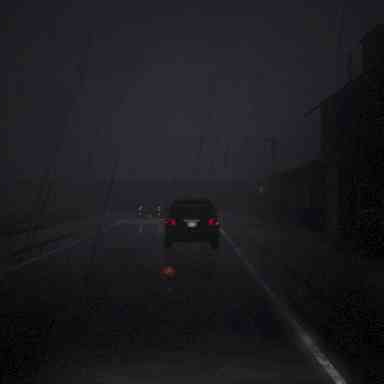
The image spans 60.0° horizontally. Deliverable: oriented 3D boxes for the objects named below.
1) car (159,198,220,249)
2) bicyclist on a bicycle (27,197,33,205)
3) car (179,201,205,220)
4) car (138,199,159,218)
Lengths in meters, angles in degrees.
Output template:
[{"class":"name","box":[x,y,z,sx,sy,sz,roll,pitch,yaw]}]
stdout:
[{"class":"car","box":[0.000,1.257,14.680,2.150,2.045,5.566,0,0,0]},{"class":"bicyclist on a bicycle","box":[-21.533,1.468,44.350,0.582,1.620,1.656,0,1,1]},{"class":"car","box":[0.000,1.562,29.650,2.033,1.411,5.357,0,0,0]},{"class":"car","box":[-3.500,1.403,29.699,2.097,1.767,4.553,0,0,0]}]
